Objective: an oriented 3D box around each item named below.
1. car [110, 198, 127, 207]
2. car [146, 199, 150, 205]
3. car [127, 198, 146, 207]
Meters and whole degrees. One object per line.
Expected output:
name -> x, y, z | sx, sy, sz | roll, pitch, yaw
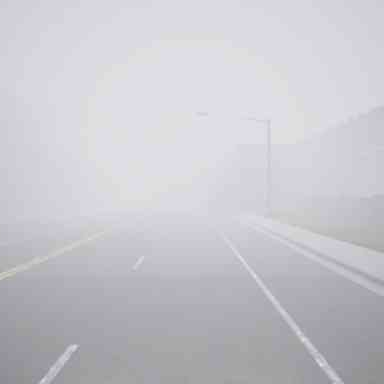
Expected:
car -> -14.086, 1.987, 63.514 | 2.097, 1.767, 4.553 | 0, -1, 0
car -> -10.588, 2.296, 77.291 | 1.812, 1.442, 4.674 | 0, -1, 0
car -> -10.587, 2.235, 63.470 | 1.895, 1.301, 4.718 | 0, -1, 0
